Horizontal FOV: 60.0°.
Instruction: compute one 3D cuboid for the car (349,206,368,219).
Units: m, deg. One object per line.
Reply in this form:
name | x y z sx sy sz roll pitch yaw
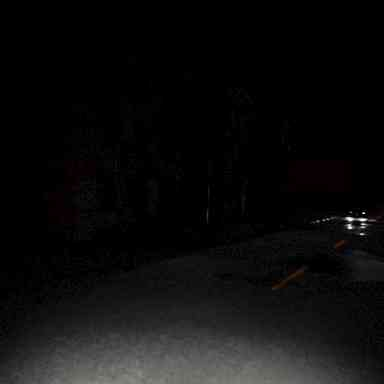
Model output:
car | 21.435 2.557 42.721 1.812 1.442 4.674 2 0 32
